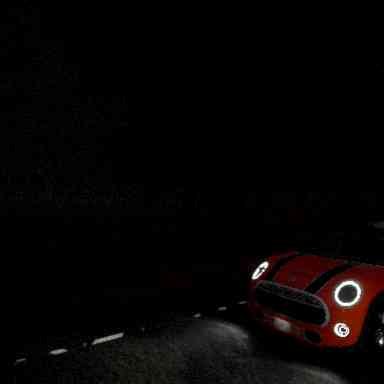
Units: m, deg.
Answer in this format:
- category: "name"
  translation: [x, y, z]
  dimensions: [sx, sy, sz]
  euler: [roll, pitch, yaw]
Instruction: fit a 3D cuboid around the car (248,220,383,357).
- category: "car"
  translation: [3.180, 1.357, 6.163]
  dimensions: [4.553, 1.767, 2.097]
  euler: [0, 0, -34]
